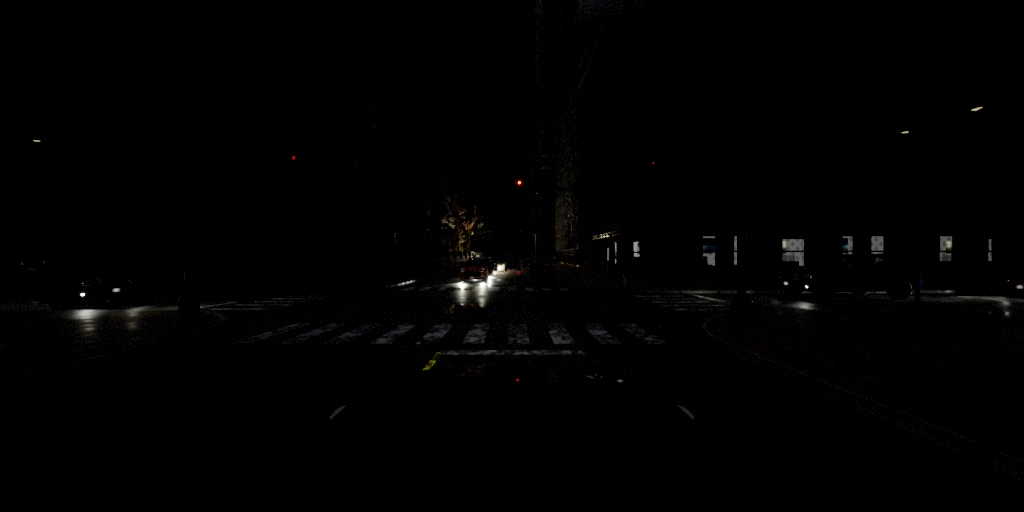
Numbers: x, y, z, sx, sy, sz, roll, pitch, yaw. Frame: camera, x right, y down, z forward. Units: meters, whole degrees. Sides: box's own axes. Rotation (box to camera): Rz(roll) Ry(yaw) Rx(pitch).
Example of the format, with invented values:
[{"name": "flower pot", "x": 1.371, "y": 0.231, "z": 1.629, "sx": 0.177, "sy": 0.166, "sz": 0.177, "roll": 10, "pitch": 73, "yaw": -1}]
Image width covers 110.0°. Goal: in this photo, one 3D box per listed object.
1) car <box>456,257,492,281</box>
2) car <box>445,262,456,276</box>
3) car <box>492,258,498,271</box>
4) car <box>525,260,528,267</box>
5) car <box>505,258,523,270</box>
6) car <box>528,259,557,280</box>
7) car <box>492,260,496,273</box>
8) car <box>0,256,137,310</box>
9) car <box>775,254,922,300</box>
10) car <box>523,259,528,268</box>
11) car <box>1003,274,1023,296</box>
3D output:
[{"name": "car", "x": -3.111, "y": 1.113, "z": 30.029, "sx": 2.097, "sy": 1.767, "sz": 4.553, "roll": 0, "pitch": 0, "yaw": 0}, {"name": "car", "x": -5.704, "y": 1.308, "z": 36.529, "sx": 1.888, "sy": 1.381, "sz": 4.507, "roll": 0, "pitch": 0, "yaw": 0}, {"name": "car", "x": -3.107, "y": 1.120, "z": 49.792, "sx": 2.097, "sy": 1.767, "sz": 4.553, "roll": 0, "pitch": 0, "yaw": 0}, {"name": "car", "x": 2.677, "y": 1.329, "z": 36.535, "sx": 1.948, "sy": 1.339, "sz": 4.313, "roll": 0, "pitch": 0, "yaw": 0}, {"name": "car", "x": 0.079, "y": 1.121, "z": 51.487, "sx": 2.097, "sy": 1.767, "sz": 4.553, "roll": 0, "pitch": 0, "yaw": 0}, {"name": "car", "x": 2.679, "y": 1.201, "z": 30.855, "sx": 1.967, "sy": 1.591, "sz": 4.097, "roll": 0, "pitch": 0, "yaw": 0}, {"name": "car", "x": -3.114, "y": 1.366, "z": 39.816, "sx": 1.895, "sy": 1.301, "sz": 4.718, "roll": 0, "pitch": 0, "yaw": 0}, {"name": "car", "x": -18.583, "y": 1.020, "z": 14.393, "sx": 5.566, "sy": 2.045, "sz": 2.150, "roll": 0, "pitch": 0, "yaw": 1}, {"name": "car", "x": 15.706, "y": 0.930, "z": 16.889, "sx": 5.566, "sy": 2.045, "sz": 2.150, "roll": 0, "pitch": 0, "yaw": 1}, {"name": "car", "x": 2.668, "y": 1.333, "z": 59.260, "sx": 1.948, "sy": 1.339, "sz": 4.313, "roll": 0, "pitch": 0, "yaw": 0}, {"name": "car", "x": 26.135, "y": 1.168, "z": 16.670, "sx": 4.902, "sy": 1.511, "sz": 2.128, "roll": 0, "pitch": 0, "yaw": 1}]
